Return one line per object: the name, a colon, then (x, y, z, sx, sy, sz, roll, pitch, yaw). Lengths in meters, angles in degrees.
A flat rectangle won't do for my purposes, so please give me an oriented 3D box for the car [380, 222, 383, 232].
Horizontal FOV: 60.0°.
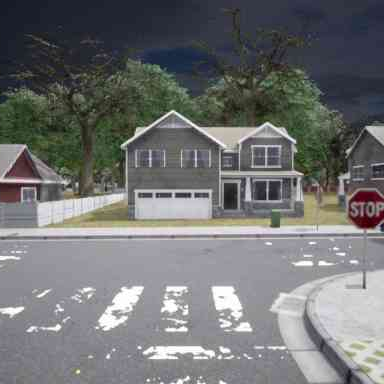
car: (10.988, 1.077, 13.902, 5.566, 2.045, 2.150, -1, 1, 0)
